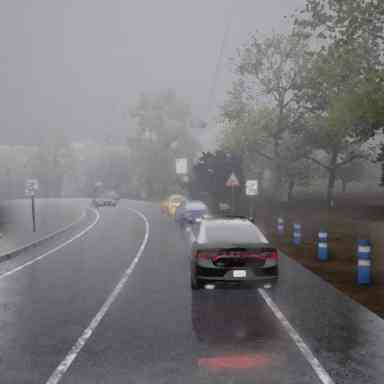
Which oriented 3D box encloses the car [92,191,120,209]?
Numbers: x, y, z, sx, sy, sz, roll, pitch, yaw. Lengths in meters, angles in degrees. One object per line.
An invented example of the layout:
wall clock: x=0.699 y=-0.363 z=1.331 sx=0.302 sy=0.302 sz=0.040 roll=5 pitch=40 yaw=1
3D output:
car: x=-9.215 y=0.963 z=34.703 sx=1.994 sy=1.385 sz=4.181 roll=-3 pitch=2 yaw=-25

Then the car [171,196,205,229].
car: x=0.035 y=1.201 z=19.322 sx=1.812 sy=1.442 sz=4.674 roll=-1 pitch=2 yaw=-8

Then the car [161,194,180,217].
car: x=-1.220 y=0.936 z=25.653 sx=1.801 sy=1.575 sz=5.366 roll=-2 pitch=2 yaw=-14

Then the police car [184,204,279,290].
police car: x=0.865 y=1.369 z=9.147 sx=1.930 sy=1.638 sz=5.238 roll=0 pitch=1 yaw=-2
